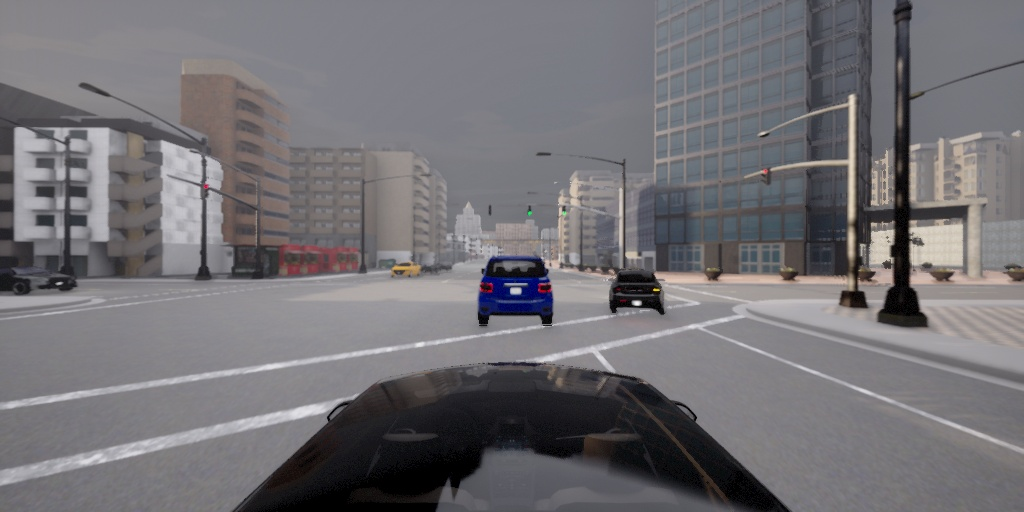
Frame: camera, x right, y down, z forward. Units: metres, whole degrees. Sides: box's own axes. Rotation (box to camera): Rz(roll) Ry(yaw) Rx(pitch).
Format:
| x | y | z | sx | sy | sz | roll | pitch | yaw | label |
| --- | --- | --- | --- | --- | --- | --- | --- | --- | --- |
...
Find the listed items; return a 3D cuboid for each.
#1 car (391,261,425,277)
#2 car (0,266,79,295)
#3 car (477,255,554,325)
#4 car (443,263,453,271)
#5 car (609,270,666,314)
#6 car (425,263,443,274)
| x | y | z | sx | sy | sz | roll | pitch | yaw | label |
| --- | --- | --- | --- | --- | --- | --- | --- | --- | --- |
| -10.571 | 1.301 | 36.037 | 1.882 | 1.535 | 5.008 | 0 | -1 | 0 | car |
| -25.637 | 1.245 | 18.766 | 4.181 | 1.385 | 1.994 | 0 | 0 | 1 | car |
| 0.099 | 0.990 | 11.999 | 2.150 | 2.045 | 5.566 | 0 | 0 | 0 | car |
| -10.515 | 1.667 | 55.634 | 1.895 | 1.301 | 4.718 | 0 | -1 | 0 | car |
| 4.927 | 1.289 | 14.168 | 1.837 | 1.490 | 4.892 | -1 | 0 | 19 | car |
| -10.568 | 1.530 | 45.467 | 1.895 | 1.301 | 4.718 | 0 | -1 | 0 | car |
